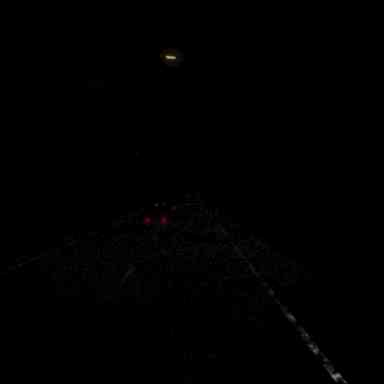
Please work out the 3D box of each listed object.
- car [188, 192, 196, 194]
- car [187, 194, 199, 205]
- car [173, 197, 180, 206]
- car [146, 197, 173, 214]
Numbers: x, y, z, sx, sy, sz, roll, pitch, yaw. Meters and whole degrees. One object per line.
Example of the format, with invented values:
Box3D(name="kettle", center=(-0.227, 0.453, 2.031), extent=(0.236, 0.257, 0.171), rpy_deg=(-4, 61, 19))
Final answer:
Box3D(name="car", center=(0.057, 1.090, 73.634), extent=(2.150, 2.045, 5.566), rpy_deg=(0, 0, 0))
Box3D(name="car", center=(0.143, 1.459, 55.473), extent=(1.994, 1.385, 4.181), rpy_deg=(0, 0, 0))
Box3D(name="car", center=(-3.008, 1.501, 53.510), extent=(1.895, 1.301, 4.718), rpy_deg=(0, 0, 2))
Box3D(name="car", center=(-3.367, 1.288, 33.833), extent=(2.097, 1.767, 4.553), rpy_deg=(0, 0, 0))
